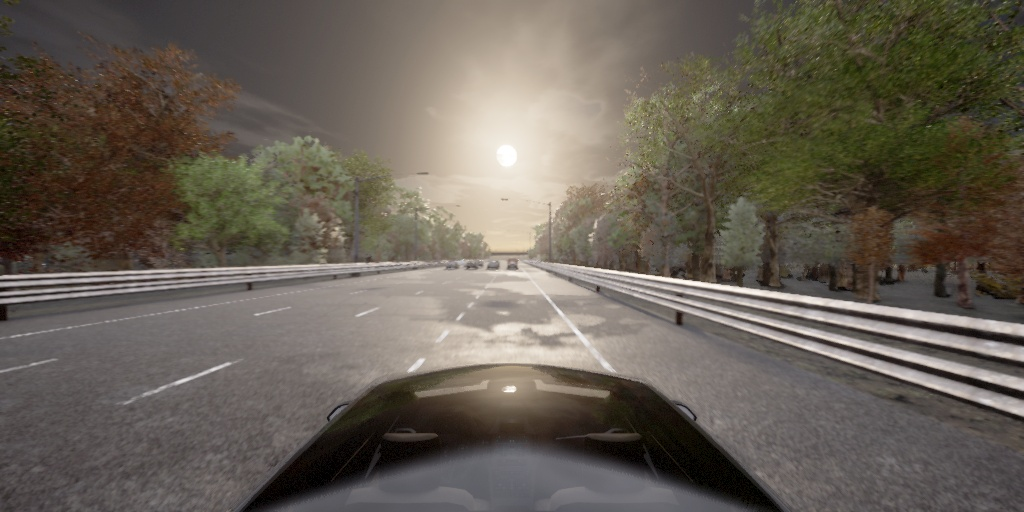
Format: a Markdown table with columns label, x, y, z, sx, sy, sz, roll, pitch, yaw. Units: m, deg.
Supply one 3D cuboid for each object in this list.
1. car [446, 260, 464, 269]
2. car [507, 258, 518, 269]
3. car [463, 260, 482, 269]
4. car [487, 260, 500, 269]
| label | x | y | z | sx | sy | sz | roll | pitch | yaw |
| --- | --- | --- | --- | --- | --- | --- | --- | --- | --- |
| car | -10.422 | 1.600 | 63.414 | 2.033 | 1.411 | 5.357 | 0 | 0 | 0 |
| car | 0.078 | 1.629 | 63.816 | 1.812 | 1.442 | 4.674 | 0 | 0 | 0 |
| car | -6.922 | 1.570 | 63.409 | 1.837 | 1.490 | 4.892 | 0 | 0 | 0 |
| car | -3.422 | 1.649 | 63.821 | 1.994 | 1.385 | 4.181 | 0 | 0 | 0 |
